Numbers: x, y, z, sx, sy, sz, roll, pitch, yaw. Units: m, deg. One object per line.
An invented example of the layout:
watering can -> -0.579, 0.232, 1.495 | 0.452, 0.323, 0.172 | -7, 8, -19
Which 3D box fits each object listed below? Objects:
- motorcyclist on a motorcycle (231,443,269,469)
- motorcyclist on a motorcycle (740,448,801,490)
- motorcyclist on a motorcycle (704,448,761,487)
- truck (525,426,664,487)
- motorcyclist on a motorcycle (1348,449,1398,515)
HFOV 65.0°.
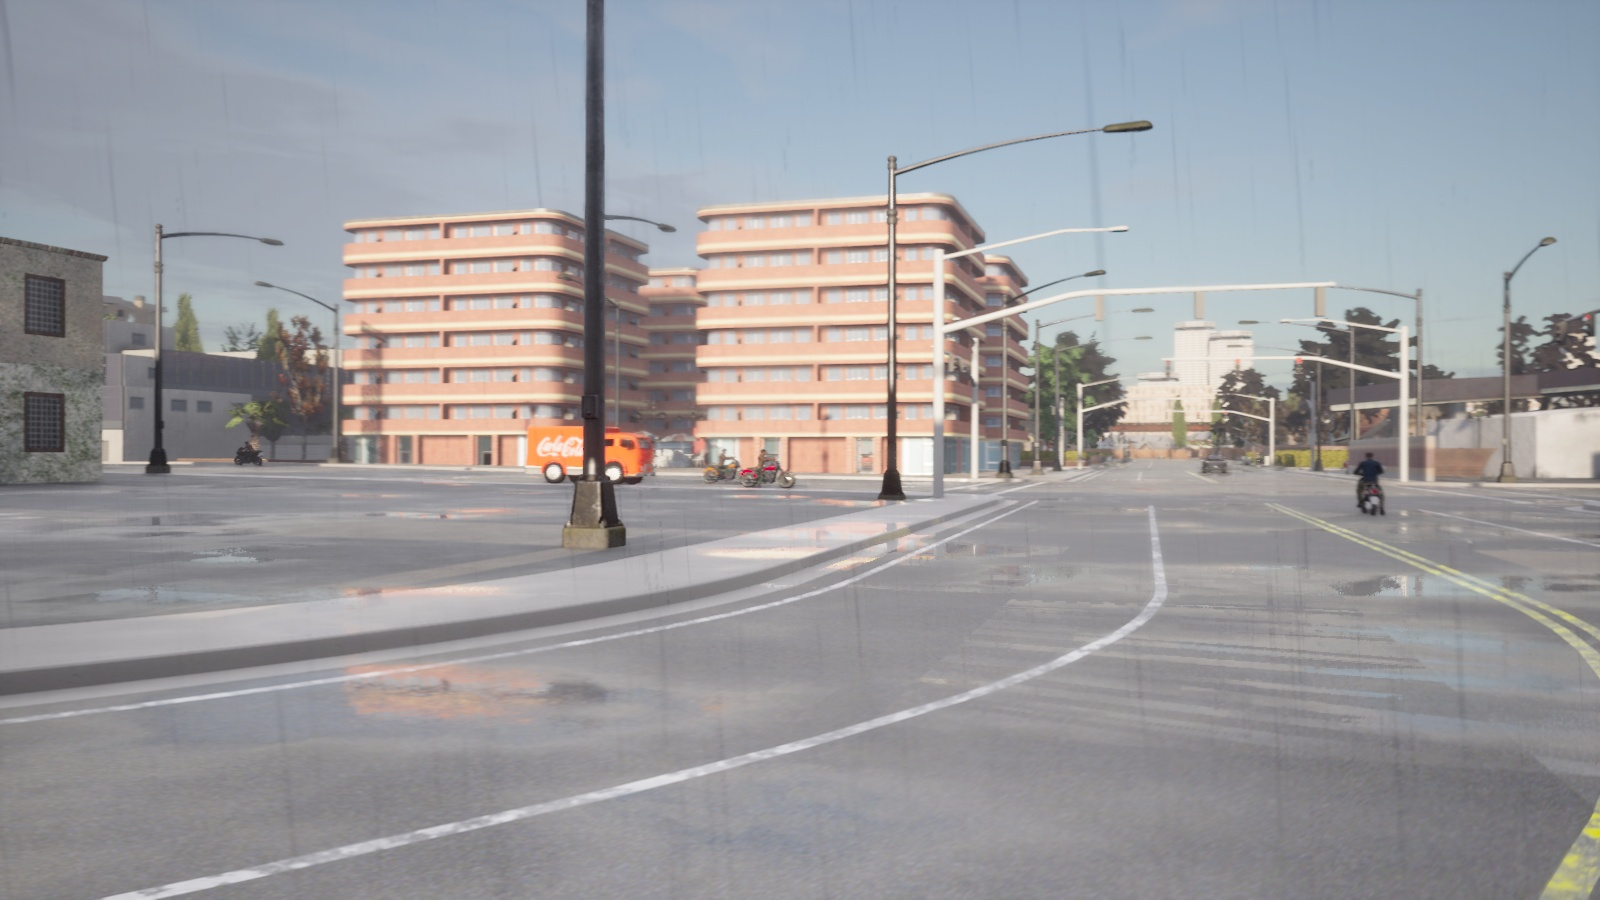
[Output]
motorcyclist on a motorcycle -> -32.910, 0.369, 75.194 | 2.044, 1.523, 0.797 | 1, 0, 17
motorcyclist on a motorcycle -> -1.197, 0.771, 51.075 | 2.350, 1.649, 0.766 | 1, 0, 17
motorcyclist on a motorcycle -> -2.958, 0.753, 55.257 | 2.350, 1.649, 0.766 | 1, 0, 17
truck -> -8.702, 0.259, 53.327 | 5.204, 2.467, 2.627 | 1, 0, 17
motorcyclist on a motorcycle -> 14.281, 0.774, 31.320 | 0.866, 1.590, 1.817 | 0, 0, 16
